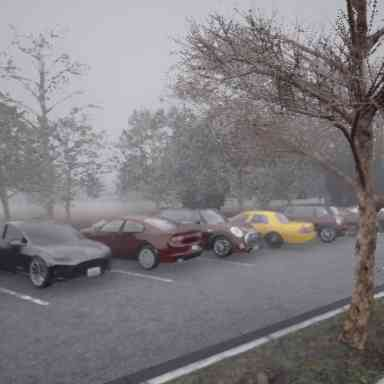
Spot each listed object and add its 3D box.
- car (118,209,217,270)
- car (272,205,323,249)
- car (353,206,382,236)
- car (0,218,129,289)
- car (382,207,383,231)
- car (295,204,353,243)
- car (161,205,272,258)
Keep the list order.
[{"bbox_3d":[-1.961,1.507,11.091,5.008,1.535,2.097,-1,-1,34],"label":"car"},{"bbox_3d":[2.630,1.507,14.731,5.366,1.575,1.946,-1,-1,33],"label":"car"},{"bbox_3d":[7.499,1.547,18.220,4.674,1.452,2.002,-1,-1,33],"label":"car"},{"bbox_3d":[-4.327,1.536,9.337,4.792,1.488,2.163,-1,-1,34],"label":"car"},{"bbox_3d":[9.836,1.547,20.038,4.674,1.452,2.002,-1,-1,32],"label":"car"},{"bbox_3d":[5.171,1.381,16.404,4.553,1.767,2.185,-1,-1,33],"label":"car"},{"bbox_3d":[0.392,1.382,12.880,4.553,1.767,2.185,-1,-1,34],"label":"car"}]
